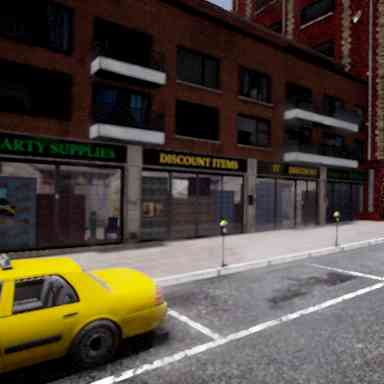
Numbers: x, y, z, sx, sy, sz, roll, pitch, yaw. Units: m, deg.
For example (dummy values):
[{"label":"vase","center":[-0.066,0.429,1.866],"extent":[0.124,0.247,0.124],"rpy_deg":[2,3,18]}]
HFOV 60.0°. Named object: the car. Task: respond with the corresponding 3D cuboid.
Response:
[{"label":"car","center":[-2.642,1.524,4.186],"extent":[4.829,1.417,1.752],"rpy_deg":[0,2,-36]}]
